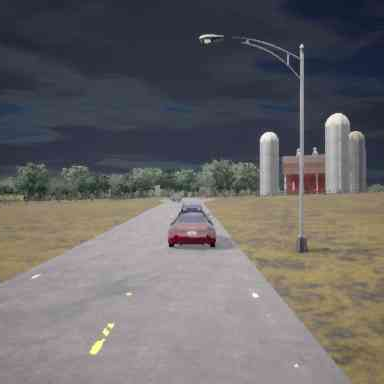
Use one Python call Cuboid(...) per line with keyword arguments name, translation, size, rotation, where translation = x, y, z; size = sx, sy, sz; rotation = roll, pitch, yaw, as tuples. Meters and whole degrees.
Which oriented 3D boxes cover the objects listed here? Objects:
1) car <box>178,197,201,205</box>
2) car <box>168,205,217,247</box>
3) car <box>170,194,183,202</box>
Cuboid(name="car", translation=(0.000, 1.405, 29.678), size=(1.895, 1.301, 4.718), rotation=(0, 1, 0))
Cuboid(name="car", translation=(0.000, 1.511, 14.647), size=(1.994, 1.385, 4.181), rotation=(0, 0, 0))
Cuboid(name="car", translation=(-2.750, 1.112, 59.656), size=(1.837, 1.490, 4.892), rotation=(0, 0, 0))
